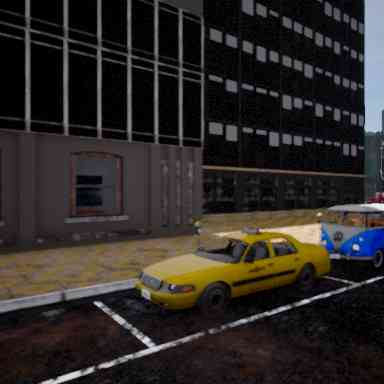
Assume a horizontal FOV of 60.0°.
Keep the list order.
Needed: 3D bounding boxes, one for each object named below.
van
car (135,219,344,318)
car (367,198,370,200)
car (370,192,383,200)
[{"bbox_3d":[5.788,1.288,10.681,3.998,1.788,1.690,0,0,-35],"label":"van"},{"bbox_3d":[1.140,1.500,7.368,4.829,1.417,1.752,0,0,-35],"label":"car"},{"bbox_3d":[26.794,1.100,46.703,1.802,1.307,4.206,1,0,-36],"label":"car"},{"bbox_3d":[23.329,0.901,37.272,2.192,1.841,5.009,1,0,-36],"label":"car"}]
